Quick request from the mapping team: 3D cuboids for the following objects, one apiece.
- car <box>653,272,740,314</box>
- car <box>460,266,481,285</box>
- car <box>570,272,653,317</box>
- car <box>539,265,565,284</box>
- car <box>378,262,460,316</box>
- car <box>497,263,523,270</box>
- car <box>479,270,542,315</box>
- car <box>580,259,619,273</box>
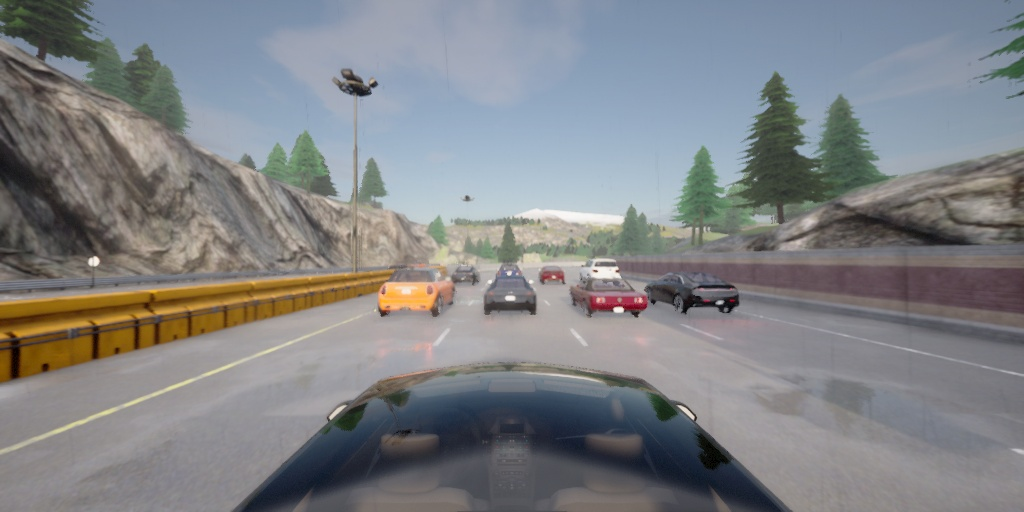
[{"bbox_3d":[6.942,1.377,14.401,2.128,1.511,4.902,0,-1,0],"label":"car"},{"bbox_3d":[-3.669,1.539,29.279,2.128,1.511,4.902,0,-1,1],"label":"car"},{"bbox_3d":[3.442,1.479,13.758,1.895,1.301,4.718,0,-1,0],"label":"car"},{"bbox_3d":[3.355,1.537,30.638,1.882,1.535,5.008,0,0,1],"label":"car"},{"bbox_3d":[-3.556,1.237,14.194,2.097,1.767,4.553,0,-1,0],"label":"car"},{"bbox_3d":[-0.166,1.397,29.242,2.097,1.767,4.553,0,-1,1],"label":"car"},{"bbox_3d":[-0.056,1.451,14.408,1.994,1.385,4.181,0,0,0],"label":"car"},{"bbox_3d":[6.807,1.257,28.284,2.150,2.045,5.566,0,0,1],"label":"car"}]
